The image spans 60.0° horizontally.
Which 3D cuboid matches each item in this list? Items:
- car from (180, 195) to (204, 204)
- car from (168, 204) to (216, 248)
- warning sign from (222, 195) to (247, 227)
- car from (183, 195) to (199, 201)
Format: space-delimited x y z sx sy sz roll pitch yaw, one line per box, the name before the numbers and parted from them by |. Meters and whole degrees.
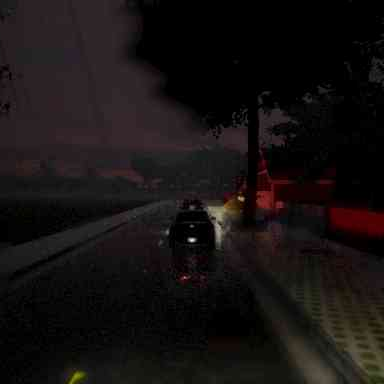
car | 0.000 1.329 29.619 2.097 1.767 4.553 0 0 0
car | 0.001 1.509 14.649 1.837 1.490 4.892 0 0 0
warning sign | 2.508 1.101 19.810 1.300 1.860 1.060 -1 0 0
car | -0.193 1.363 77.174 2.033 1.411 5.357 0 0 19
